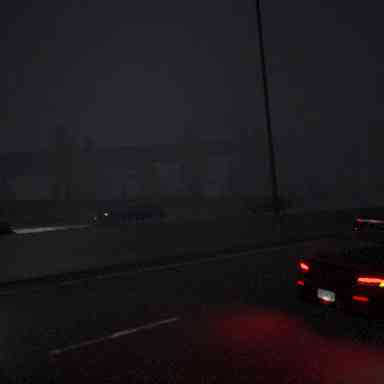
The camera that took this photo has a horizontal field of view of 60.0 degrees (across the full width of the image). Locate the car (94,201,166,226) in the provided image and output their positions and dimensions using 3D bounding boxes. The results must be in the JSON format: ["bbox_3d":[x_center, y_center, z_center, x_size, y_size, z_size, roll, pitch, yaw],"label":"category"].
[{"bbox_3d":[-4.094,1.387,22.477,4.902,1.511,2.128,-1,0,-35],"label":"car"}]

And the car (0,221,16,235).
[{"bbox_3d":[-8.483,1.503,10.796,4.902,1.511,2.128,-1,0,-35],"label":"car"}]

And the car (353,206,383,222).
[{"bbox_3d":[8.882,1.318,14.374,4.902,1.511,2.128,-1,0,-35],"label":"car"}]

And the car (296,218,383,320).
[{"bbox_3d":[3.998,1.449,6.596,4.674,1.442,1.812,0,0,-35],"label":"car"}]

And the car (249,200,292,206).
[{"bbox_3d":[5.497,0.933,24.978,4.902,1.511,2.128,-1,0,-35],"label":"car"}]
